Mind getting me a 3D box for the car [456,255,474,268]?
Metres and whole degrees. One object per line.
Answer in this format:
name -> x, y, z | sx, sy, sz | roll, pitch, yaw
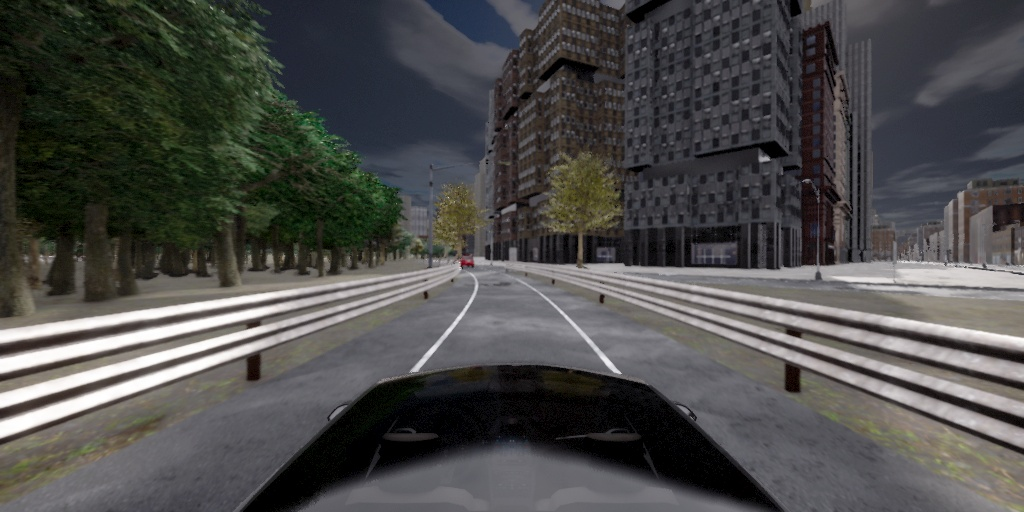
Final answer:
car -> -7.795, 0.935, 59.862 | 2.150, 2.045, 5.566 | 0, 0, -19
